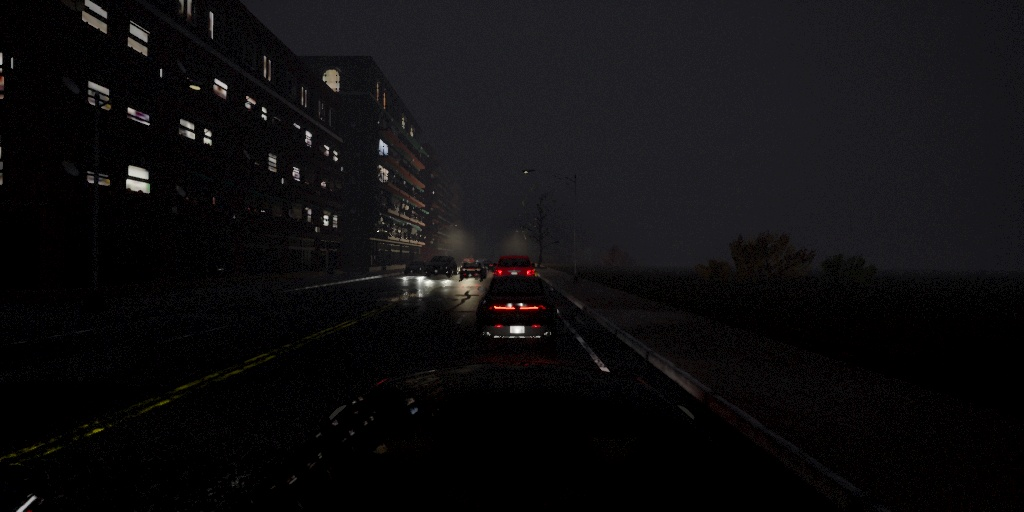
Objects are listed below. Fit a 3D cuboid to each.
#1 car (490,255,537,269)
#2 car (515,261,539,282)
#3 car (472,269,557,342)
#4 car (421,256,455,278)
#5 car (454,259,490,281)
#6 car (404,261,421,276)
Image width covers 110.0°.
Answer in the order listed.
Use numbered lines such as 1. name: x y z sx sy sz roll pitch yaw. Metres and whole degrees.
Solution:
1. car: 0.116 0.974 20.095 2.150 2.045 5.566 0 0 0
2. car: 1.164 1.209 30.503 1.801 1.575 5.366 0 0 0
3. car: 0.109 1.256 9.748 1.837 1.490 4.892 0 0 0
4. car: -6.571 0.975 33.812 2.150 2.045 5.566 0 0 0
5. car: -3.125 1.243 29.376 2.128 1.511 4.902 0 0 0
6. car: -9.820 1.258 37.425 1.837 1.490 4.892 0 0 0
